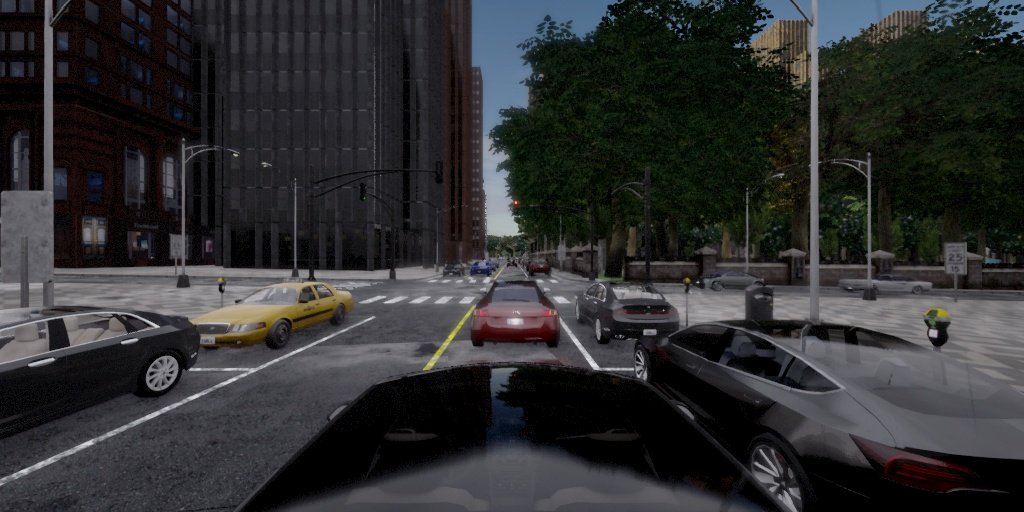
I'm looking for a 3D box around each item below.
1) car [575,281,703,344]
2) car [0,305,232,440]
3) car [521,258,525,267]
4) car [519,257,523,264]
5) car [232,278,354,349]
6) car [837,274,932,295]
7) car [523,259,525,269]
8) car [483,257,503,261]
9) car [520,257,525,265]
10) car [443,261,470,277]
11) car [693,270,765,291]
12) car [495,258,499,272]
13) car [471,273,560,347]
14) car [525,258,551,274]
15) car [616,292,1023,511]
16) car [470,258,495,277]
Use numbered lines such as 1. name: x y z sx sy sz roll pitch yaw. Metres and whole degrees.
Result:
1. car: 2.763 1.301 9.361 2.007 1.370 4.403 0 0 0
2. car: -5.762 1.300 3.840 2.007 1.370 4.403 0 0 0
3. car: 2.766 1.330 52.394 2.007 1.370 4.403 0 0 0
4. car: 2.767 1.232 63.307 1.967 1.591 4.097 0 0 0
5. car: -5.762 1.275 9.182 1.751 1.417 4.829 0 0 0
6. car: 25.029 1.888 24.219 4.718 1.301 1.895 1 0 0
7. car: 2.766 1.339 46.938 1.948 1.339 4.313 0 0 0
8. car: -3.074 1.278 58.071 2.128 1.511 4.902 0 0 0
9. car: 2.767 1.336 57.851 2.007 1.370 4.403 0 0 0
10. car: -5.760 1.327 36.017 1.948 1.339 4.313 0 0 0
11. car: 14.533 1.636 24.162 4.181 1.385 1.994 1 0 0
12. car: -3.088 1.337 46.596 1.994 1.385 4.181 0 0 0
13. car: 0.081 1.314 9.356 1.994 1.385 4.181 0 0 0
14. car: 2.765 1.076 36.025 2.192 1.841 5.009 0 0 0
15. car: 2.763 1.316 3.848 1.948 1.339 4.313 0 0 0
16. car: -3.089 1.240 36.632 1.882 1.535 5.008 0 0 0
